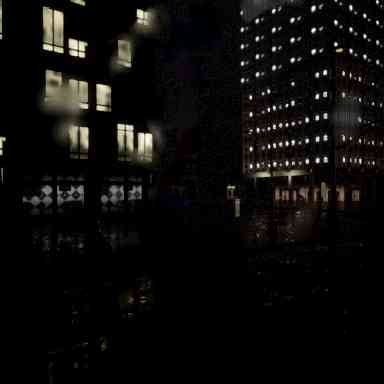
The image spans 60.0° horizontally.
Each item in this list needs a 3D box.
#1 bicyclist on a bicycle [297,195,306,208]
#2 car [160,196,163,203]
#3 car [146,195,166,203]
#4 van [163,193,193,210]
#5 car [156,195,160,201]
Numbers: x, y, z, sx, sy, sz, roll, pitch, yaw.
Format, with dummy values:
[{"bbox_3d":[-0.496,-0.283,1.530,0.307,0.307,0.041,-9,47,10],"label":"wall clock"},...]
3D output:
[{"bbox_3d":[12.950,1.117,39.221,1.656,1.620,0.582,-1,1,-34],"label":"bicyclist on a bicycle"},{"bbox_3d":[-2.324,1.320,51.866,2.033,1.411,5.357,-1,1,-34],"label":"car"},{"bbox_3d":[-6.954,1.238,63.305,1.887,1.381,4.507,0,0,-34],"label":"car"},{"bbox_3d":[-1.440,1.210,40.266,1.690,1.788,3.998,0,0,-34],"label":"van"},{"bbox_3d":[-3.842,1.035,58.721,2.192,1.841,5.009,0,0,-34],"label":"car"}]
